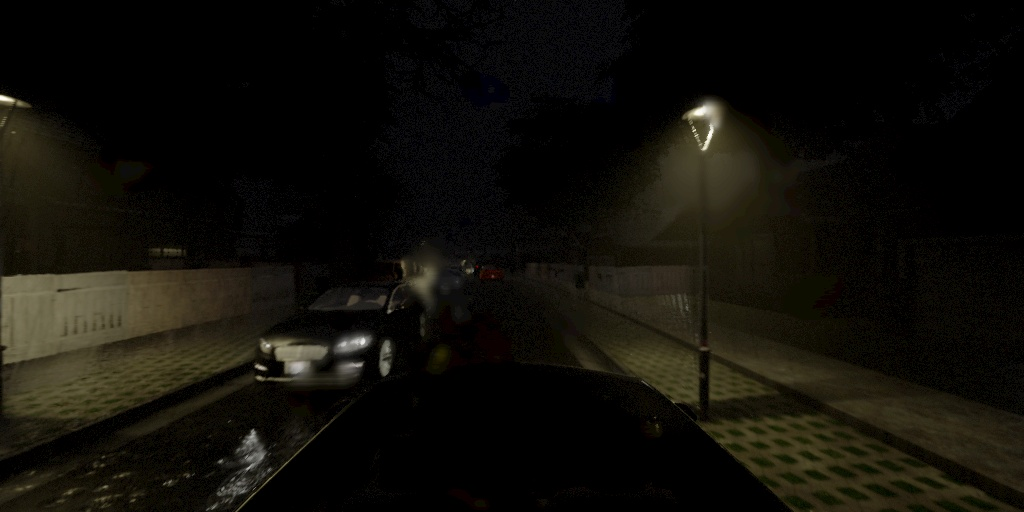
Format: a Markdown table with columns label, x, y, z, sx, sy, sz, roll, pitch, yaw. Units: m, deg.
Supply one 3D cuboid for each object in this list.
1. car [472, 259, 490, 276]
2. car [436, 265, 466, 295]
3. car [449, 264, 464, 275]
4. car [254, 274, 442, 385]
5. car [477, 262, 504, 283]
| label | x | y | z | sx | sy | sz | roll | pitch | yaw |
| --- | --- | --- | --- | --- | --- | --- | --- | --- | --- |
| car | -3.795 | 1.419 | 44.798 | 2.150 | 2.045 | 5.566 | 0 | -1 | -9 |
| car | -3.762 | 1.477 | 21.545 | 1.812 | 1.442 | 4.674 | 0 | 0 | -5 |
| car | -7.872 | 1.871 | 50.729 | 1.895 | 1.301 | 4.718 | 0 | -1 | -11 |
| car | -3.007 | 1.299 | 7.390 | 2.128 | 1.511 | 4.902 | 0 | -1 | -1 |
| car | -1.843 | 1.529 | 31.445 | 1.882 | 1.535 | 5.008 | 0 | -1 | -7 |
